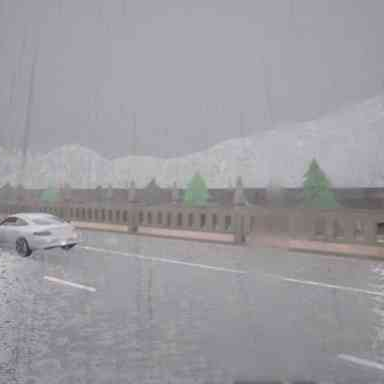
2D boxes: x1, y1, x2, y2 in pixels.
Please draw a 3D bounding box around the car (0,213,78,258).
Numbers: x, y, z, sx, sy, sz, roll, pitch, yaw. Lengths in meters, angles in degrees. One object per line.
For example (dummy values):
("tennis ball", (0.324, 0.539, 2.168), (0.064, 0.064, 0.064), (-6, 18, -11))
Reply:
("car", (-6.311, 1.528, 12.802), (4.674, 1.442, 1.812), (0, 0, 36))
